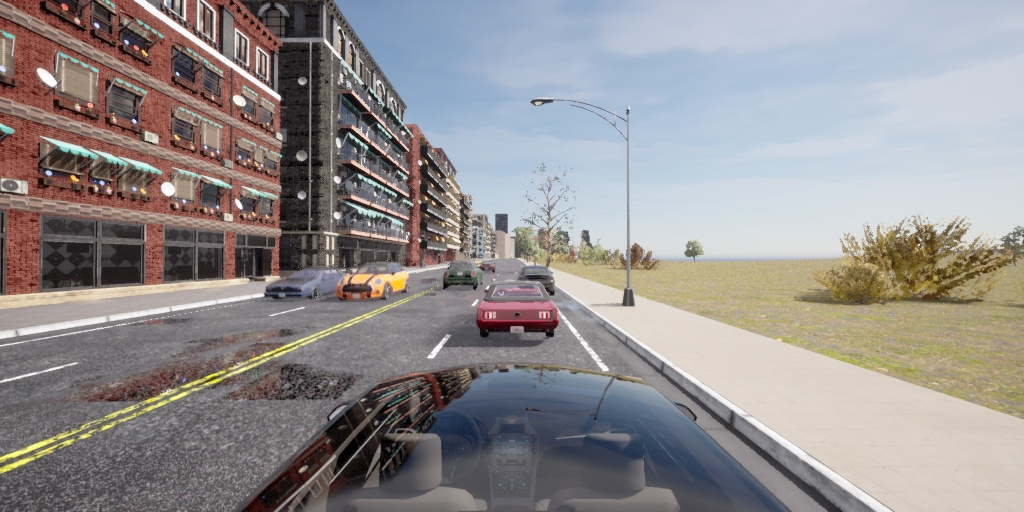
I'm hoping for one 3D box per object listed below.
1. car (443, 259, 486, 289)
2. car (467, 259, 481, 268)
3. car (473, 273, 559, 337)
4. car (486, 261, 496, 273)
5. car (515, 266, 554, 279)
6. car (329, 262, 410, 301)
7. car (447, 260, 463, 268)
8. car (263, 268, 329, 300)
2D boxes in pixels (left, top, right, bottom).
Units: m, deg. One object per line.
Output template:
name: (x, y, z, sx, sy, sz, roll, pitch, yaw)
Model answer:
car: (-3.056, 1.104, 23.225, 2.097, 1.767, 4.553, 0, 0, 0)
car: (-6.316, 1.227, 60.152, 1.882, 1.535, 5.008, 0, 0, 1)
car: (0.136, 1.352, 10.224, 1.895, 1.301, 4.718, 0, 0, 0)
car: (-2.964, 1.278, 44.044, 1.812, 1.442, 4.674, 0, -1, 0)
car: (1.215, 1.257, 19.424, 1.837, 1.490, 4.892, 0, 0, 0)
car: (-6.531, 1.104, 17.322, 2.097, 1.767, 4.553, 0, 0, 0)
car: (-9.563, 1.314, 60.312, 1.994, 1.385, 4.181, 0, 0, 1)
car: (-9.778, 1.299, 17.914, 2.033, 1.411, 5.357, 0, 0, 0)
